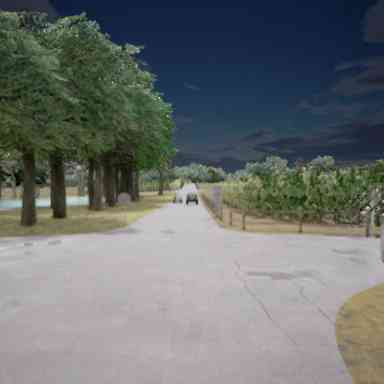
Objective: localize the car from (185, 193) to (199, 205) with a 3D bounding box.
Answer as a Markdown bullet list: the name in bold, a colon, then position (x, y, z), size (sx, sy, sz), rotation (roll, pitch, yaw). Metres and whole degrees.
- **car**: position (0.019, 1.180, 59.225), size (2.150, 2.045, 5.566), rotation (0, 1, 0)

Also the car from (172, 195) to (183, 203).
- **car**: position (-2.729, 1.408, 63.790), size (1.812, 1.442, 4.674), rotation (0, 1, 0)

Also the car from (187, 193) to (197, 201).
- **car**: position (0.023, 1.077, 69.610), size (1.882, 1.535, 5.008), rotation (0, 1, 0)
